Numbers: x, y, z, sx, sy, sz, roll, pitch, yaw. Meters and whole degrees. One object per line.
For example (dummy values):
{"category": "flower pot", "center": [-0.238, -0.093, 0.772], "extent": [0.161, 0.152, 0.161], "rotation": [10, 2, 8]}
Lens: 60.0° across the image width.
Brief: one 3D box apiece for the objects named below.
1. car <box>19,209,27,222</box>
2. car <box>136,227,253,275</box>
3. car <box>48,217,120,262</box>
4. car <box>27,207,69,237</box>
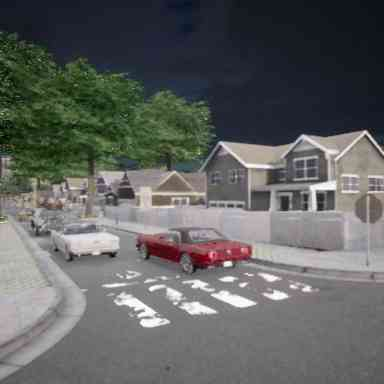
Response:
{"category": "car", "center": [-18.008, 2.520, 36.787], "extent": [1.994, 1.385, 4.181], "rotation": [0, -2, -30]}
{"category": "car", "center": [-0.191, 1.859, 11.543], "extent": [1.895, 1.301, 4.718], "rotation": [0, -1, -34]}
{"category": "car", "center": [-4.555, 1.941, 13.897], "extent": [1.895, 1.301, 4.718], "rotation": [0, -2, -31]}
{"category": "car", "center": [-9.514, 1.918, 22.320], "extent": [2.097, 1.767, 4.553], "rotation": [0, -2, -30]}
